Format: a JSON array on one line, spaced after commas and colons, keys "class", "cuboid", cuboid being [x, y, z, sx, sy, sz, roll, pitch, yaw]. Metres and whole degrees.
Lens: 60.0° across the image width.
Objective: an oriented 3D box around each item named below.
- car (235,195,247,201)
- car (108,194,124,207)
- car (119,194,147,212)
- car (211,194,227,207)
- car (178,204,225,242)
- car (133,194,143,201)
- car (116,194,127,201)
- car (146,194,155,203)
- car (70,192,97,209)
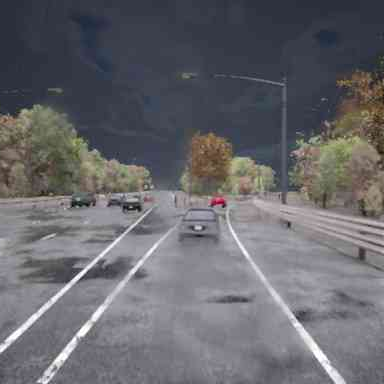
[{"class": "car", "cuboid": [12.746, 1.763, 89.031, 1.994, 1.385, 4.181, 0, 0, 17]}, {"class": "car", "cuboid": [-10.514, 1.332, 46.625, 1.837, 1.490, 4.892, 0, 0, -4]}, {"class": "car", "cuboid": [-6.344, 1.355, 36.158, 1.882, 1.535, 5.008, 0, 0, -4]}, {"class": "car", "cuboid": [4.138, 1.282, 50.679, 2.150, 2.045, 5.566, 0, 0, 9]}, {"class": "car", "cuboid": [0.430, 1.517, 16.174, 2.033, 1.411, 5.357, 1, 0, 4]}, {"class": "car", "cuboid": [-12.573, 1.245, 77.488, 1.837, 1.490, 4.892, 0, 0, -4]}, {"class": "car", "cuboid": [-15.919, 1.252, 74.951, 1.812, 1.442, 4.674, 0, 0, -4]}, {"class": "car", "cuboid": [-8.041, 1.160, 62.925, 2.097, 1.767, 4.553, 0, 0, -4]}, {"class": "car", "cuboid": [-13.752, 1.036, 42.383, 2.150, 2.045, 5.566, 0, 0, -4]}]
